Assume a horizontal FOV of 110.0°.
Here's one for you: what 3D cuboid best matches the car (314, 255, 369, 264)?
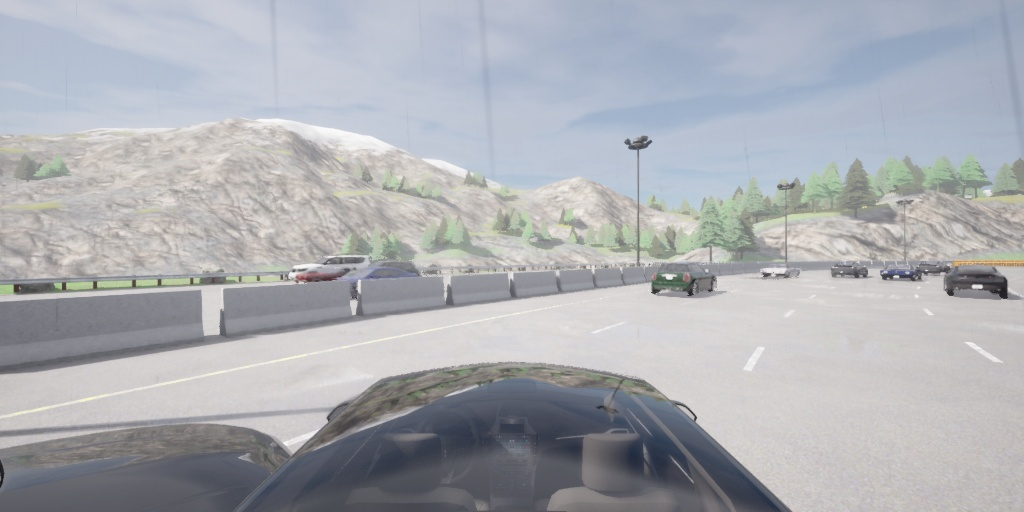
[{"bbox_3d":[-13.119,0.971,26.478,2.150,2.045,5.566,0,0,42],"label":"car"}]

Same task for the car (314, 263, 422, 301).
[{"bbox_3d":[-6.798,1.276,17.729,1.812,1.442,4.674,0,0,41],"label":"car"}]

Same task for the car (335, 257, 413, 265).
[{"bbox_3d":[-7.840,1.102,21.837,2.097,1.767,4.553,0,0,42],"label":"car"}]

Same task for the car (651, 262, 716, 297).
[{"bbox_3d":[9.347,1.103,19.382,2.097,1.767,4.553,0,0,45],"label":"car"}]

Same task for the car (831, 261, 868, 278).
[{"bbox_3d":[31.370,1.241,33.320,4.902,1.511,2.128,0,0,-35],"label":"car"}]

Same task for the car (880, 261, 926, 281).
[{"bbox_3d":[32.304,1.351,29.710,4.718,1.301,1.895,0,0,-35],"label":"car"}]

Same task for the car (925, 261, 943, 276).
[{"bbox_3d":[43.308,1.241,36.844,4.902,1.511,2.128,0,0,-31],"label":"car"}]

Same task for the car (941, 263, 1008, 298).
[{"bbox_3d":[23.807,1.250,18.523,4.892,1.490,1.837,2,-1,-41],"label":"car"}]

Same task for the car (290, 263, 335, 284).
[{"bbox_3d":[-11.329,1.351,23.219,1.895,1.301,4.718,0,0,41],"label":"car"}]

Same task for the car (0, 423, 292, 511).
[{"bbox_3d":[-2.982,1.255,0.505,4.892,1.490,1.837,0,0,-45],"label":"car"}]

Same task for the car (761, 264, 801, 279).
[{"bbox_3d":[24.619,1.351,32.698,4.718,1.301,1.895,0,0,-38],"label":"car"}]
